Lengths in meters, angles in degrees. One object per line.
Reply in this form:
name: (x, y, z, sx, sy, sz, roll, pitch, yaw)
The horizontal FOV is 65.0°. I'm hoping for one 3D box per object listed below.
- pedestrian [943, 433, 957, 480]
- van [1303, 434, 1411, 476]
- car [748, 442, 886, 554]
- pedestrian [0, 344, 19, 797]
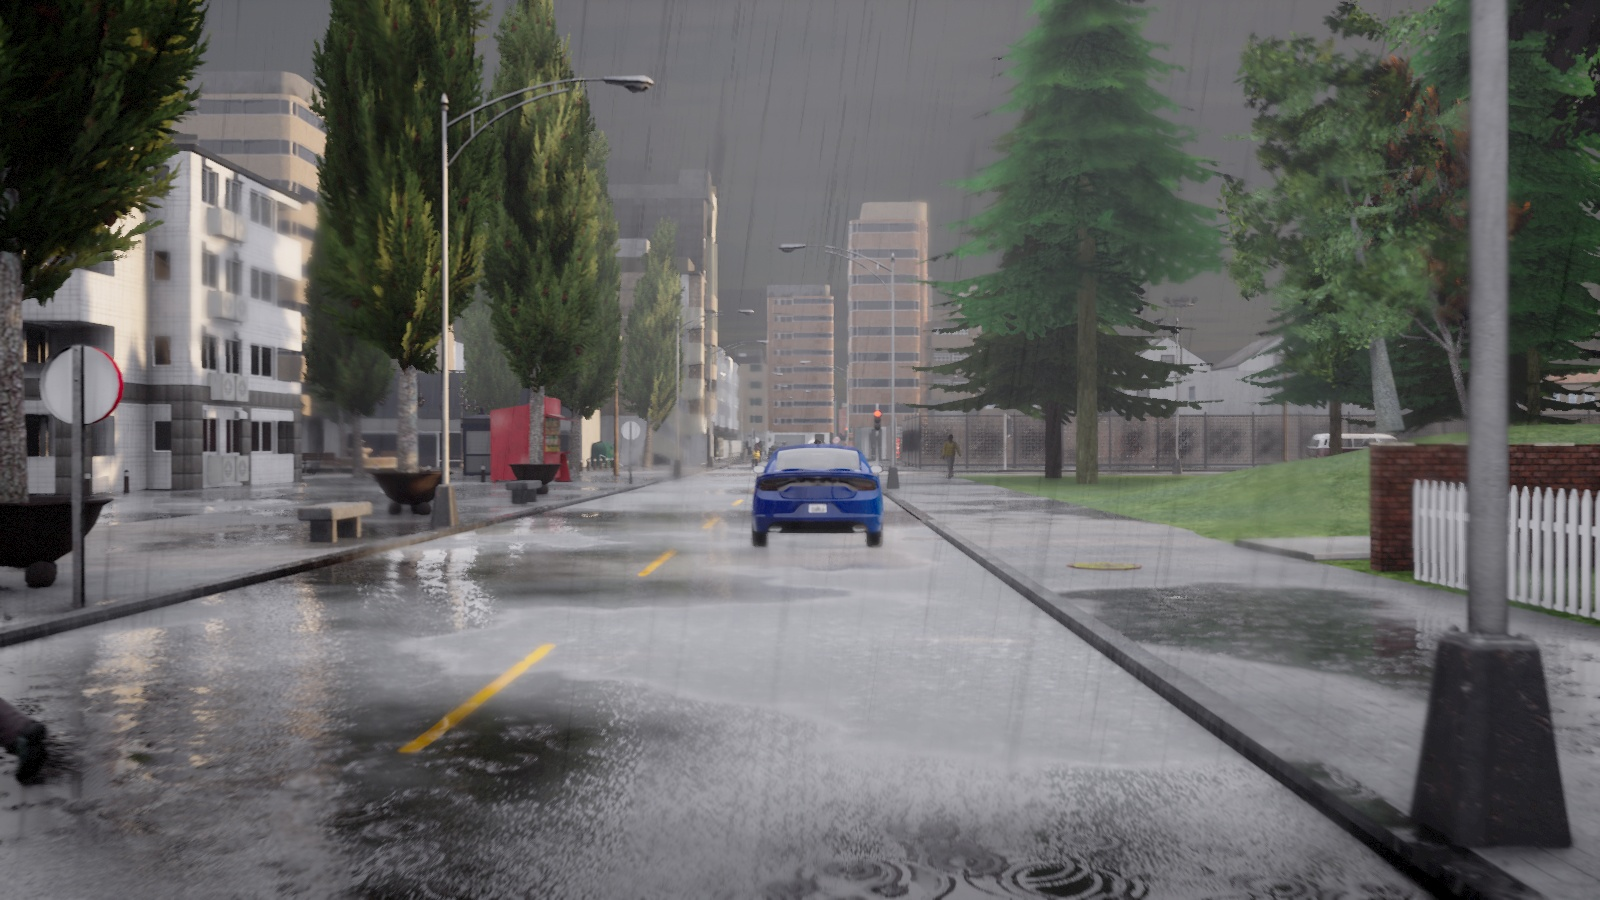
pedestrian: (5.991, 0.256, 50.105, 0.431, 1.840, 0.709, 0, 0, -5)
van: (27.798, 0.237, 62.767, 4.480, 2.038, 2.069, 0, 0, 1)
car: (0.270, 0.644, 19.656, 1.882, 1.535, 5.008, 0, 0, 1)
pedestrian: (-3.750, 0.513, 5.281, 0.692, 1.930, 0.396, 0, 0, -9)
